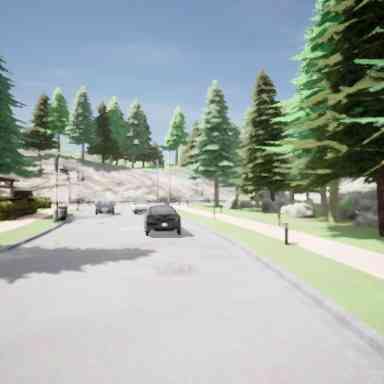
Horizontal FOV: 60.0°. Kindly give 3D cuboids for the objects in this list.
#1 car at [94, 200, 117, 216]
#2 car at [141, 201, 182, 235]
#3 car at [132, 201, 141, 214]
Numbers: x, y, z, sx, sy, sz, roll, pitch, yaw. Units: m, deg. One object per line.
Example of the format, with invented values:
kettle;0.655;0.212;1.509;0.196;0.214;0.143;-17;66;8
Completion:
car;-8.532;1.508;32.815;2.128;1.511;4.902;0;0;-13
car;-1.766;1.476;18.878;1.882;1.535;5.008;0;0;-10
car;-5.435;1.605;35.632;1.895;1.301;4.718;0;0;-13
